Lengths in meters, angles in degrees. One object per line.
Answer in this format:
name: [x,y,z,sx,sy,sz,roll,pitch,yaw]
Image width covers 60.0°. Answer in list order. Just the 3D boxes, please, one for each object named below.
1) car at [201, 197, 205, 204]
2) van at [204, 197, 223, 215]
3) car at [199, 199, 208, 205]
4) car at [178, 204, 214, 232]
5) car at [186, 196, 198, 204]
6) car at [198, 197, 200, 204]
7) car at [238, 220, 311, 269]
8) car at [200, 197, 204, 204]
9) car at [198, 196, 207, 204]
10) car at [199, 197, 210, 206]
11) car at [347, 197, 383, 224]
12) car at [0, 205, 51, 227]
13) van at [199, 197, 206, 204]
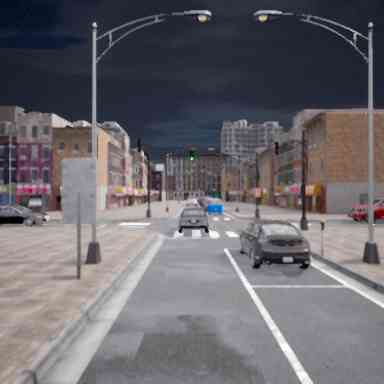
car: [2.634,1.815,43.804,1.967,1.590,4.097,0,-1,0]
van: [2.634,1.667,38.330,1.690,1.788,3.998,0,-1,0]
car: [2.632,2.233,76.655,2.008,1.369,4.403,0,-1,0]
car: [0.100,1.734,21.345,2.033,1.411,5.357,0,-1,0]
car: [-0.002,1.824,68.397,2.150,2.045,5.566,0,-1,0]
car: [2.631,1.842,60.229,2.192,1.841,5.009,0,-1,0]
car: [2.636,1.642,11.327,2.008,1.369,4.403,0,0,0]
car: [2.633,1.865,49.279,1.967,1.590,4.097,0,-1,0]
car: [2.631,2.101,87.607,2.192,1.841,5.009,0,-1,0]
car: [2.632,1.945,71.181,2.192,1.841,5.009,0,-1,0]
car: [15.395,1.444,26.373,5.566,2.045,2.150,0,0,0]
car: [-12.641,1.705,23.558,4.902,1.511,2.128,0,0,0]
van: [2.632,2.075,82.131,1.690,1.788,3.998,0,-1,0]
